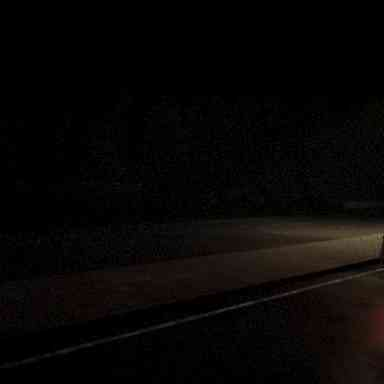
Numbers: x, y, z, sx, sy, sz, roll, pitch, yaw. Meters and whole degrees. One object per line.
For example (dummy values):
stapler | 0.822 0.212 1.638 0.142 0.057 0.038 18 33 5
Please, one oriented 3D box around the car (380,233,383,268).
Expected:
car | 7.262 1.340 8.926 5.566 2.045 2.150 1 0 -35
